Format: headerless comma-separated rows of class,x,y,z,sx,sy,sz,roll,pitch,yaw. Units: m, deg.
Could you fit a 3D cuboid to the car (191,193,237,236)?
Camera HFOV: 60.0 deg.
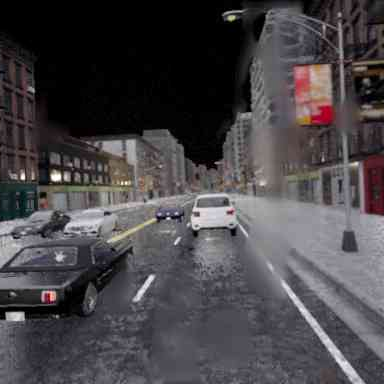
car,1.167,1.104,17.836,2.150,2.045,5.566,-3,1,4

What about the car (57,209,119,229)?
car,-5.459,1.706,18.656,1.812,1.442,4.674,-3,0,4

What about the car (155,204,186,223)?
car,-1.550,1.577,25.842,1.895,1.301,4.718,-3,0,4

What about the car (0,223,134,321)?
car,-2.696,1.695,7.549,1.895,1.301,4.718,-3,0,4

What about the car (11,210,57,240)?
car,-8.650,1.848,19.648,1.812,1.442,4.674,-3,0,4

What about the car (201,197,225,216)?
car,2.038,1.338,32.091,2.033,1.411,5.357,-3,0,4
